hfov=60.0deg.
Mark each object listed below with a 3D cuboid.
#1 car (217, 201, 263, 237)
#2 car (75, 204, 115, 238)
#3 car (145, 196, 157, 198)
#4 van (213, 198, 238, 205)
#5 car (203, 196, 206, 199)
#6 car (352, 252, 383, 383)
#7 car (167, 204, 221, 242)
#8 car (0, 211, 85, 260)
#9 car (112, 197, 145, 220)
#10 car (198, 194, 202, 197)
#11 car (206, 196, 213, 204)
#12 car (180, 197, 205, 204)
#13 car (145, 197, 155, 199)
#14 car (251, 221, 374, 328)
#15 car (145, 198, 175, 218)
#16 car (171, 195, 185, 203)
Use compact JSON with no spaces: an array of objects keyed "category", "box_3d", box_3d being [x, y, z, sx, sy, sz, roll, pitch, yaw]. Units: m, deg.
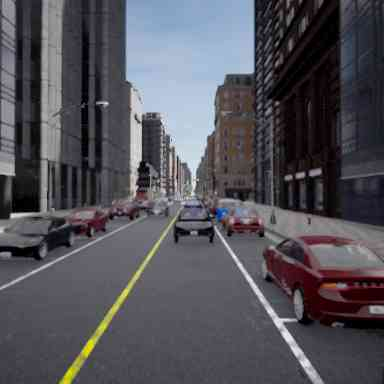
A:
[{"category":"car","box_3d":[2.671,1.507,18.279,1.967,1.590,4.097,1,0,0]},{"category":"car","box_3d":[-5.856,1.612,18.283,1.887,1.381,4.507,1,0,0]},{"category":"car","box_3d":[-5.863,1.491,46.406,2.192,1.841,5.009,1,0,0]},{"category":"van","box_3d":[2.670,1.429,23.903,1.690,1.788,3.998,1,0,0]},{"category":"car","box_3d":[2.662,1.616,46.400,1.967,1.590,4.097,1,0,0]},{"category":"car","box_3d":[2.676,1.446,1.406,1.967,1.590,4.097,1,0,0]},{"category":"car","box_3d":[0.091,1.552,16.697,2.128,1.511,4.902,0,0,0]},{"category":"car","box_3d":[-5.854,1.612,12.658,1.947,1.339,4.313,1,0,0]},{"category":"car","box_3d":[-5.857,1.425,29.532,2.192,1.841,5.009,1,0,0]},{"category":"car","box_3d":[2.660,1.537,57.649,2.192,1.841,5.009,1,0,0]},{"category":"car","box_3d":[2.668,1.424,29.527,2.192,1.841,5.009,1,0,0]},{"category":"car","box_3d":[0.087,1.603,33.752,1.882,1.535,5.008,0,0,0]},{"category":"car","box_3d":[-5.863,1.698,40.780,1.887,1.381,4.507,1,0,0]},{"category":"car","box_3d":[2.673,1.570,7.030,1.887,1.381,4.507,1,0,0]},{"category":"car","box_3d":[-3.108,1.611,31.813,2.128,1.511,4.902,0,0,0]},{"category":"car","box_3d":[-3.023,1.861,72.486,1.895,1.301,4.718,0,0,0]}]
